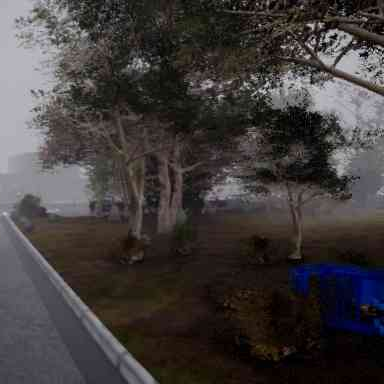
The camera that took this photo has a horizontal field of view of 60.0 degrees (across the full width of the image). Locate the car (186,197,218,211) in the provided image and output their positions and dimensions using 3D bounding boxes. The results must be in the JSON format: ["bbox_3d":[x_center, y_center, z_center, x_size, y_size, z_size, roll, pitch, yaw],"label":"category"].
[{"bbox_3d":[0.418,1.328,39.278,2.231,1.521,4.892,-1,1,-31],"label":"car"}]

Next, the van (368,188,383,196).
[{"bbox_3d":[45.810,-0.012,81.272,1.878,1.987,4.442,-1,2,-31],"label":"van"}]

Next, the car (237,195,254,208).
[{"bbox_3d":[5.210,1.123,42.075,2.185,1.767,4.553,-1,1,-31],"label":"car"}]

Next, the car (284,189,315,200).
[{"bbox_3d":[21.622,0.399,67.088,2.435,2.045,5.566,-1,1,-31],"label":"car"}]

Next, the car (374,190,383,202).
[{"bbox_3d":[29.065,0.866,56.262,2.231,1.521,4.892,-1,1,-31],"label":"car"}]

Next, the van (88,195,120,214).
[{"bbox_3d":[-9.184,1.260,33.705,1.878,1.987,4.442,-1,1,-31],"label":"van"}]

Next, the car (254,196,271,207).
[{"bbox_3d":[7.580,1.250,43.524,2.002,1.452,4.674,-1,1,-31],"label":"car"}]

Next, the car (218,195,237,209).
[{"bbox_3d":[2.810,1.288,40.684,2.097,1.535,5.008,-1,1,-31],"label":"car"}]

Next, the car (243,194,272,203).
[{"bbox_3d":[10.857,1.063,55.216,4.718,1.301,1.895,-1,1,-30],"label":"car"}]

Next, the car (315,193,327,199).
[{"bbox_3d":[19.500,1.047,50.628,2.163,1.488,4.792,-1,1,-31],"label":"car"}]

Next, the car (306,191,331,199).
[{"bbox_3d":[26.460,0.614,69.929,2.002,1.452,4.674,-1,1,-31],"label":"car"}]

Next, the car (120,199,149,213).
[{"bbox_3d":[-6.724,1.478,35.000,2.163,1.488,4.792,-1,1,-31],"label":"car"}]

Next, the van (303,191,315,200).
[{"bbox_3d":[14.801,0.870,47.666,1.878,1.987,4.442,-1,1,-31],"label":"van"}]

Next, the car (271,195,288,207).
[{"bbox_3d":[9.965,1.170,44.942,2.097,1.535,5.008,-1,1,-31],"label":"car"}]

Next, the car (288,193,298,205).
[{"bbox_3d":[12.354,1.172,46.358,2.002,1.452,4.674,-1,1,-31],"label":"car"}]

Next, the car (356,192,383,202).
[{"bbox_3d":[31.451,0.827,57.679,2.097,1.535,5.008,-1,1,-31],"label":"car"}]
